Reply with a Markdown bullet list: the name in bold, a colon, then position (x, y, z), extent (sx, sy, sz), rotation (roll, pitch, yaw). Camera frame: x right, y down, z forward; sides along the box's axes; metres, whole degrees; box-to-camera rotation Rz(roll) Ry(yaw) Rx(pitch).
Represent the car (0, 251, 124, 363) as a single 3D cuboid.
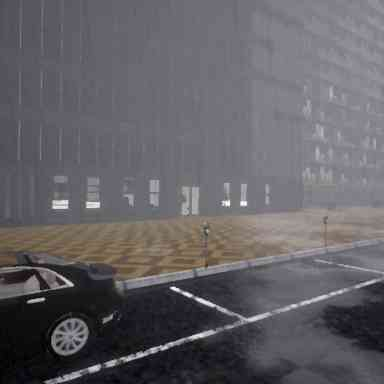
- **car**: position (-3.096, 1.548, 4.339), extent (4.403, 1.369, 2.008), rotation (0, 1, -35)
